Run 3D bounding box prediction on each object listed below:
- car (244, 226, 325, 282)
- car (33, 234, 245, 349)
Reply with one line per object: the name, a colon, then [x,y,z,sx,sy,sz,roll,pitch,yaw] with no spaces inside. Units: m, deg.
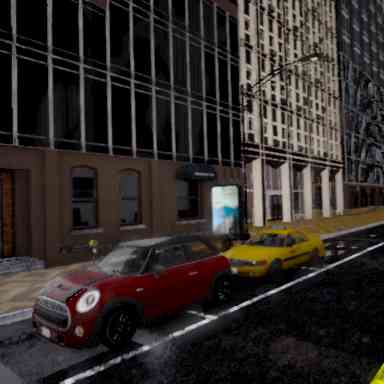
car: [2.727,1.802,10.796,1.752,1.417,4.829,-3,-2,42]
car: [-0.974,1.699,6.758,1.967,1.590,4.097,-3,-2,42]
